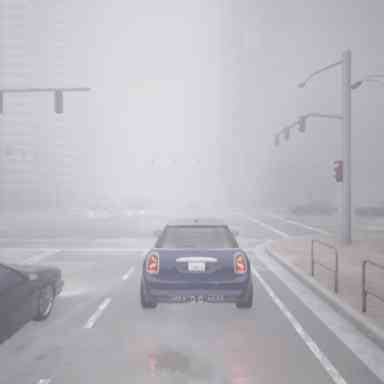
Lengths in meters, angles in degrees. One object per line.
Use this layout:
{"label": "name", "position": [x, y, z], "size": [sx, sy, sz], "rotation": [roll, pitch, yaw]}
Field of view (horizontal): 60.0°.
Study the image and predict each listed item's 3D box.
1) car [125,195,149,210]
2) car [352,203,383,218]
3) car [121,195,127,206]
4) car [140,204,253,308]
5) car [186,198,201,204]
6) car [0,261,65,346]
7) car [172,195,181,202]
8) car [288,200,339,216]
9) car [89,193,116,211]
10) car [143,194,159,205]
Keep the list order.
{"label": "car", "position": [-6.831, 1.479, 41.676], "size": [1.837, 1.490, 4.892], "rotation": [0, 0, -3]}
{"label": "car", "position": [16.504, 1.583, 28.677], "size": [4.718, 1.301, 1.895], "rotation": [0, 0, 1]}
{"label": "car", "position": [-10.481, 1.318, 55.639], "size": [2.097, 1.767, 4.553], "rotation": [0, 0, 0]}
{"label": "car", "position": [0.093, 1.347, 8.043], "size": [2.097, 1.767, 4.553], "rotation": [0, 0, 0]}
{"label": "car", "position": [0.174, 1.537, 44.692], "size": [1.994, 1.385, 4.181], "rotation": [0, 0, 0]}
{"label": "car", "position": [-3.413, 1.545, 4.185], "size": [2.033, 1.411, 5.357], "rotation": [0, 0, -1]}
{"label": "car", "position": [-3.380, 1.421, 72.275], "size": [2.033, 1.411, 5.357], "rotation": [0, 0, 0]}
{"label": "car", "position": [11.709, 1.506, 32.220], "size": [4.674, 1.442, 1.812], "rotation": [0, 0, 1]}
{"label": "car", "position": [-10.795, 1.328, 40.423], "size": [2.097, 1.767, 4.553], "rotation": [0, 0, 5]}
{"label": "car", "position": [-6.963, 1.471, 58.209], "size": [1.837, 1.490, 4.892], "rotation": [0, 0, 1]}
